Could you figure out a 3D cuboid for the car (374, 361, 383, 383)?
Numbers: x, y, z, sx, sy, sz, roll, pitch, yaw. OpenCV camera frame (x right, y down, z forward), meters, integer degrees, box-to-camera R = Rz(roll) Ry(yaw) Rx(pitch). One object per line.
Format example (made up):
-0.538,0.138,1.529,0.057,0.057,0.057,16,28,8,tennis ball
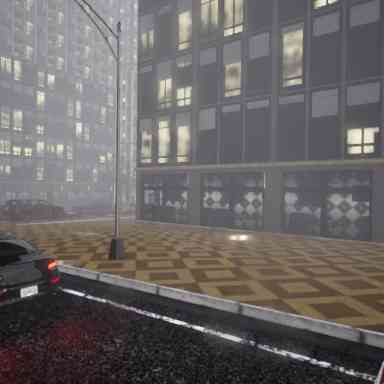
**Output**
3.243,1.353,1.374,4.553,1.767,2.097,0,0,35,car

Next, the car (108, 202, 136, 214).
-6.949,1.830,38.435,1.752,1.417,4.829,1,0,36,car

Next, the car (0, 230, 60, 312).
-4.646,1.522,6.987,4.674,1.442,1.812,0,0,35,car

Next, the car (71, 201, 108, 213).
-12.382,1.801,40.809,1.895,1.301,4.718,1,0,36,car

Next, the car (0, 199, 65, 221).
-13.740,1.520,29.219,2.192,1.841,5.009,1,0,36,car

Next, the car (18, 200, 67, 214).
-17.245,1.643,38.591,1.752,1.417,4.829,1,0,36,car
